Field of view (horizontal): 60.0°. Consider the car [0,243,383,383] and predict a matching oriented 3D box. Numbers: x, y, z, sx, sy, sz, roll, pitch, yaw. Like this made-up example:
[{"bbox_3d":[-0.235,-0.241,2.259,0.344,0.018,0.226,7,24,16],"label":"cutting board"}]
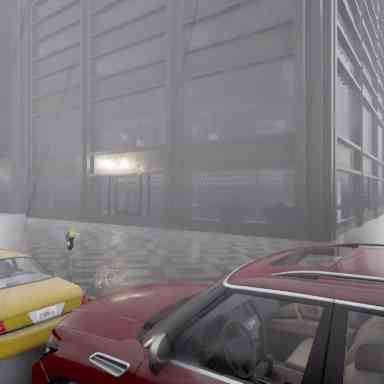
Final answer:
[{"bbox_3d":[1.017,1.315,2.237,5.009,1.841,2.192,0,0,35],"label":"car"}]
